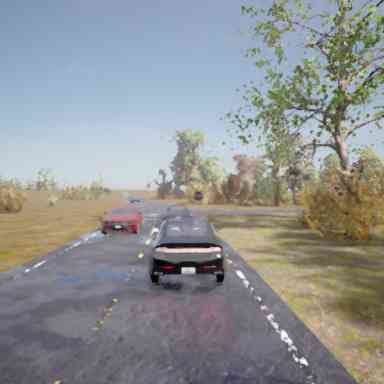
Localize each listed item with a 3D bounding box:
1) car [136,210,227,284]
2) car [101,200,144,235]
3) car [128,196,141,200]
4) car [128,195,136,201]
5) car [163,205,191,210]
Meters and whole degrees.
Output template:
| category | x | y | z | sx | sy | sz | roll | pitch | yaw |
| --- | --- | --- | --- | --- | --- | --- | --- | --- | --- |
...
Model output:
| category | x | y | z | sx | sy | sz | roll | pitch | yaw |
| --- | --- | --- | --- | --- | --- | --- | --- | --- | --- |
| car | -0.173 | 1.491 | 9.623 | 2.128 | 1.511 | 4.902 | 0 | 0 | -2 |
| car | -3.868 | 1.476 | 19.109 | 1.882 | 1.535 | 5.008 | 0 | 0 | -4 |
| car | -11.633 | 1.518 | 68.316 | 2.033 | 1.411 | 5.357 | 0 | 0 | -13 |
| car | -15.072 | 1.506 | 83.454 | 1.994 | 1.385 | 4.181 | 0 | 0 | -13 |
| car | -0.988 | 1.561 | 22.729 | 1.994 | 1.385 | 4.181 | 0 | 0 | -5 |
